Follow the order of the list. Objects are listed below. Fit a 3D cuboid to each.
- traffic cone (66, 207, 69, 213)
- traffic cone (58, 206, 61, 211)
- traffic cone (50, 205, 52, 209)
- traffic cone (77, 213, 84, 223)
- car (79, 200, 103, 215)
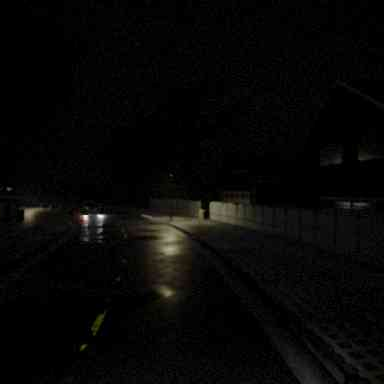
[{"bbox_3d":[-14.161,2.034,37.802,0.340,0.580,0.340,0,0,-30],"label":"traffic cone"},{"bbox_3d":[-16.698,2.045,41.931,0.340,0.580,0.340,0,0,-33],"label":"traffic cone"},{"bbox_3d":[-19.486,2.056,45.894,0.340,0.580,0.340,0,0,-37],"label":"traffic cone"},{"bbox_3d":[-8.144,2.009,24.588,0.340,0.580,0.340,0,0,-19],"label":"traffic cone"},{"bbox_3d":[-10.985,1.591,35.860,1.812,1.442,4.674,0,0,-28],"label":"car"}]
